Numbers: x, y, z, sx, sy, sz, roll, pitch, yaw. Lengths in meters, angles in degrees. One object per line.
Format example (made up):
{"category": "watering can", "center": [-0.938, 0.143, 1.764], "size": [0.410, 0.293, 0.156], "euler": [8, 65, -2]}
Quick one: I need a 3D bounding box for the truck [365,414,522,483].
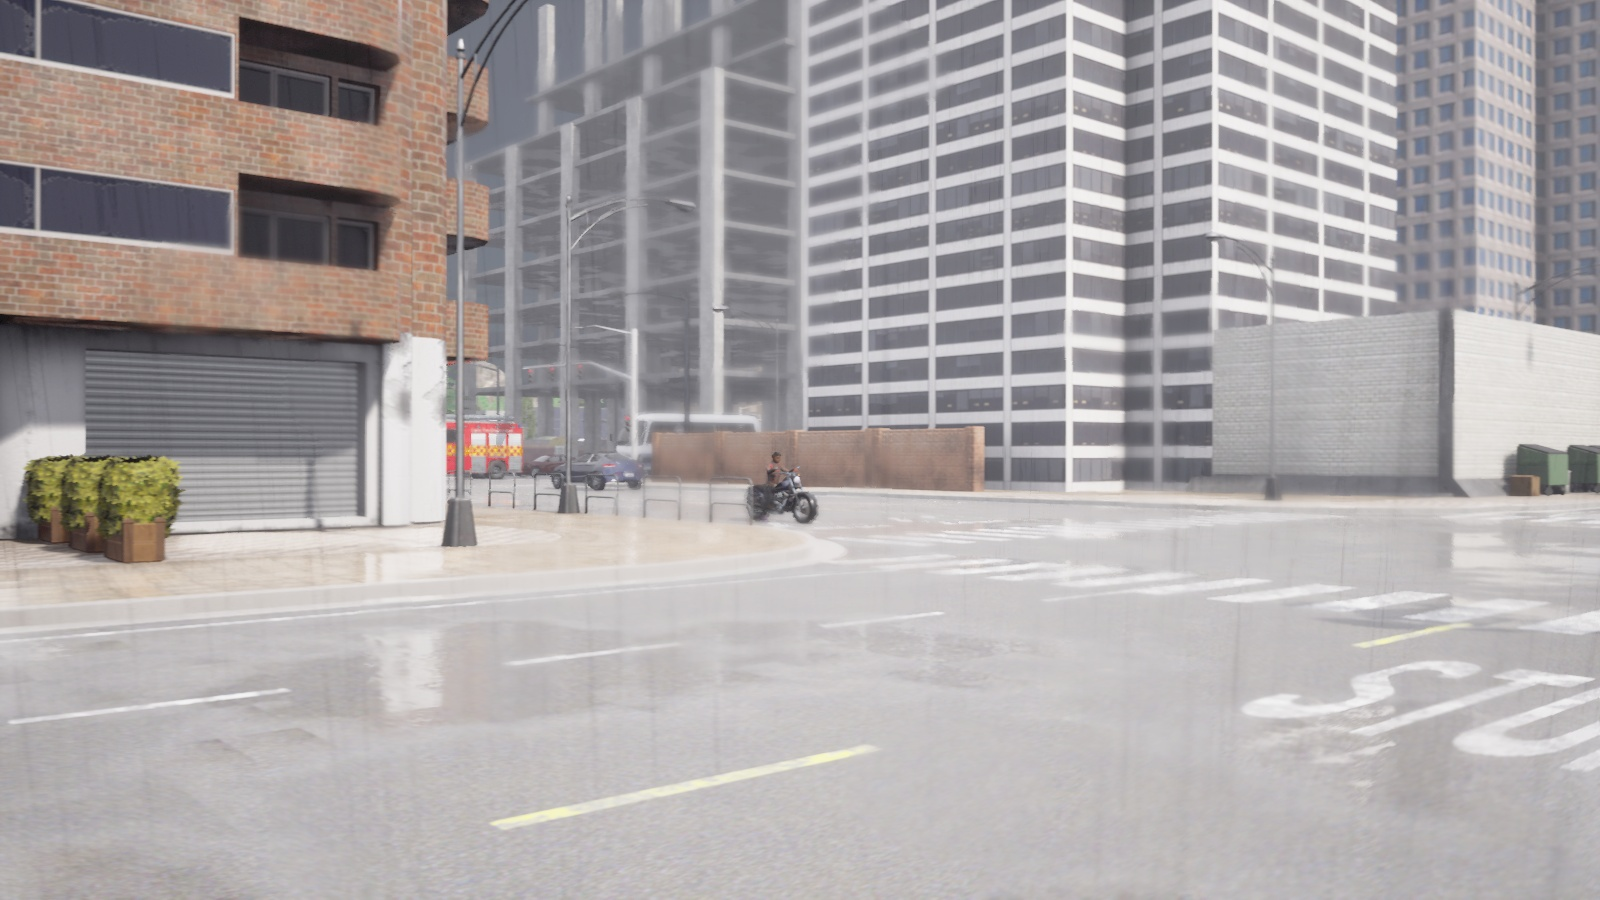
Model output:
{"category": "truck", "center": [-20.885, -0.069, 73.929], "size": [8.468, 3.827, 2.891], "euler": [0, 0, -40]}

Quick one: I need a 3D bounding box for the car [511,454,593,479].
{"category": "car", "center": [-16.229, 1.089, 82.399], "size": [5.008, 1.535, 1.882], "euler": [-1, 0, -40]}

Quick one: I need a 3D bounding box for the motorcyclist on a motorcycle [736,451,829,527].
{"category": "motorcyclist on a motorcycle", "center": [-0.410, 0.843, 28.220], "size": [0.766, 1.649, 2.350], "euler": [0, 0, -40]}

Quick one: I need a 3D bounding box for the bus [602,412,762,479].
{"category": "bus", "center": [-7.859, -0.280, 84.861], "size": [10.273, 4.253, 3.944], "euler": [0, 0, -40]}

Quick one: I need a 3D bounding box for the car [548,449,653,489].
{"category": "car", "center": [-8.659, 0.778, 54.176], "size": [2.152, 1.651, 5.027], "euler": [0, 0, -40]}
